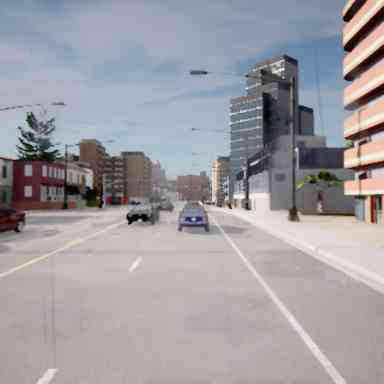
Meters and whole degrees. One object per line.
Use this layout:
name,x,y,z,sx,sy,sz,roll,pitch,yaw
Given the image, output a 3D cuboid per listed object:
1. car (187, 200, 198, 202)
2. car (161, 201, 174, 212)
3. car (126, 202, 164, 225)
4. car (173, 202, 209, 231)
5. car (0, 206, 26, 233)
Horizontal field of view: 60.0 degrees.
car,0.088,1.786,42.438,2.128,1.511,4.902,0,-2,0
car,-3.422,1.884,43.259,1.994,1.385,4.181,0,-2,0
car,-3.455,1.619,24.348,1.895,1.301,4.718,0,0,0
car,0.095,1.560,20.806,2.033,1.411,5.357,0,0,0
car,-10.505,1.489,17.180,1.882,1.535,5.008,0,0,0
